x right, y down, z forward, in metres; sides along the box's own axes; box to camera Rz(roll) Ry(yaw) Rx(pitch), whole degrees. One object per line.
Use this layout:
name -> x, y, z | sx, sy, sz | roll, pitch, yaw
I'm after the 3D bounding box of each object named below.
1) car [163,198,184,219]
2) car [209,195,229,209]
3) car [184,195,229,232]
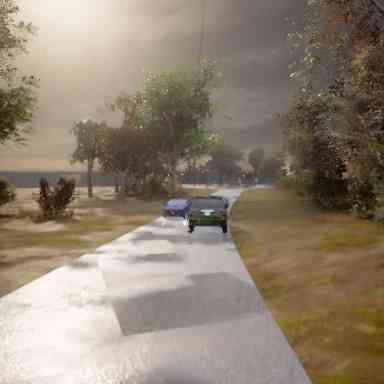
car -> -1.161, 1.298, 27.864 | 1.882, 1.535, 5.008 | 1, 1, 7
car -> 3.177, 1.104, 38.000 | 1.994, 1.385, 4.181 | 1, 2, 8
car -> 1.027, 1.196, 20.135 | 2.150, 2.045, 5.566 | 0, 1, 5
